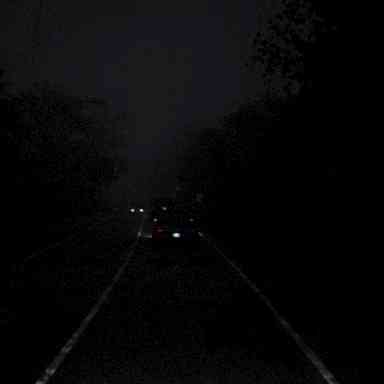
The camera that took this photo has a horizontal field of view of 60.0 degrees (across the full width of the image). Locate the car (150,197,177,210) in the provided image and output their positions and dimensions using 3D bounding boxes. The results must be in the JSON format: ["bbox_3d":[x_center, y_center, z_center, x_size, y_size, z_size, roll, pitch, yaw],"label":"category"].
[{"bbox_3d":[-2.588,1.486,30.036,2.150,2.045,5.566,1,0,-7],"label":"car"}]

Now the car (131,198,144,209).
[{"bbox_3d":[-9.834,2.098,60.164,2.150,2.045,5.566,1,-3,-7],"label":"car"}]

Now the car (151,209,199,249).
[{"bbox_3d":[-0.832,1.711,15.305,1.994,1.385,4.181,0,0,-6],"label":"car"}]
